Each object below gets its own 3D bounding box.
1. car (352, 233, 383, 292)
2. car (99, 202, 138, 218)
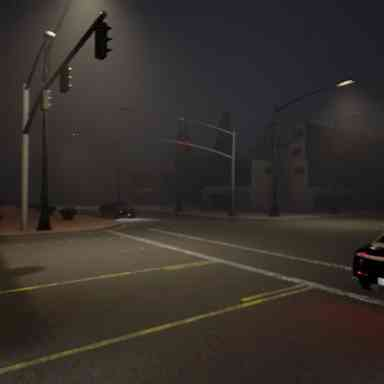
[{"bbox_3d":[5.729,1.544,7.837,4.902,1.511,2.128,0,0,-35],"label":"car"},{"bbox_3d":[-6.941,1.590,30.864,2.033,1.411,5.357,1,0,-35],"label":"car"}]
